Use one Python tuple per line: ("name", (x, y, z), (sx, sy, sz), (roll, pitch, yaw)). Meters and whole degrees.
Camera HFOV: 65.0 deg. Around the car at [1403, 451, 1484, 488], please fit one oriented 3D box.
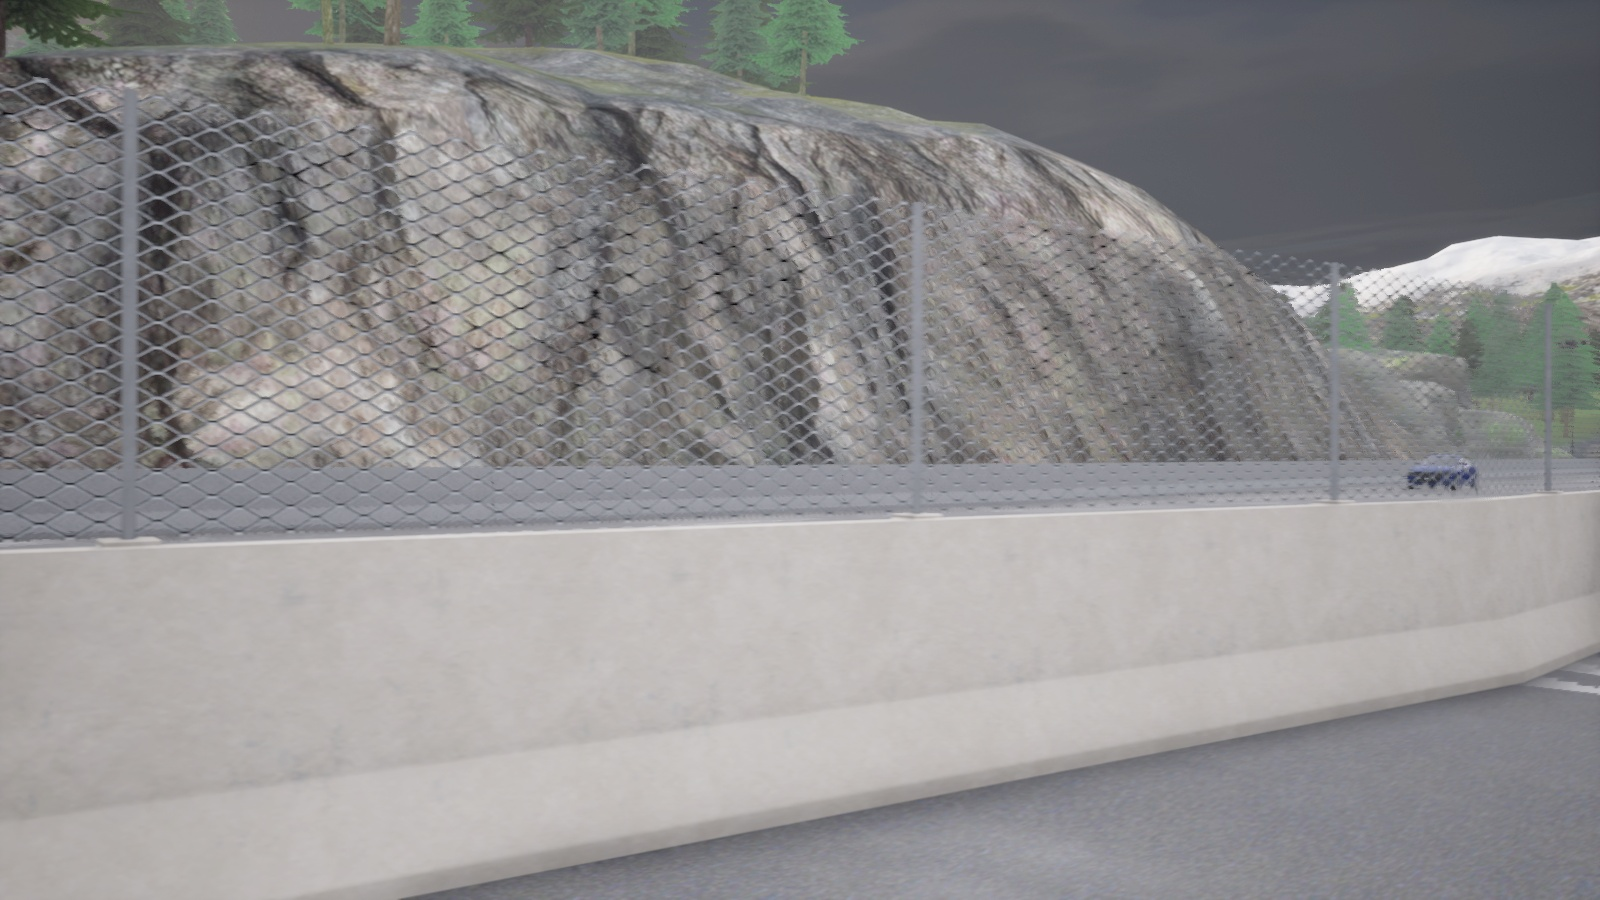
("car", (27.560, 0.803, 53.722), (1.882, 1.535, 5.008), (0, 0, 42))
